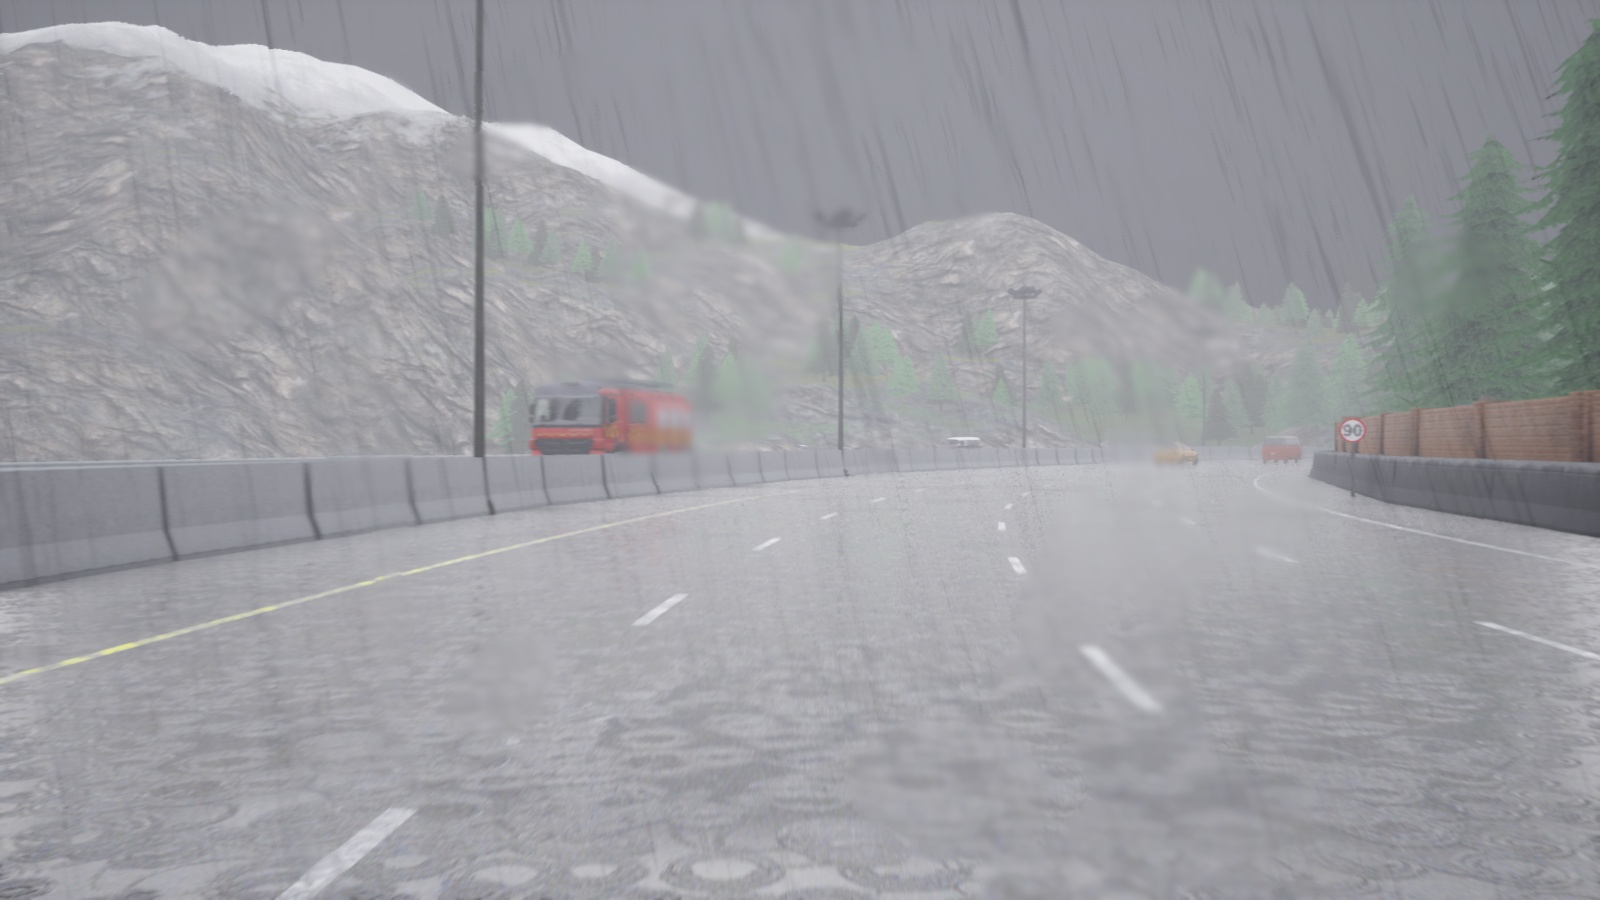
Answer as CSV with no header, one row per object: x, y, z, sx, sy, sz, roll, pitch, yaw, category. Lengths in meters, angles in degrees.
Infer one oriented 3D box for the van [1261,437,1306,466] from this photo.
34.593,0.112,89.770,1.775,1.987,4.442,0,0,38,van

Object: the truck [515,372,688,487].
-7.088,-0.701,46.379,2.891,3.827,8.468,0,0,17,truck

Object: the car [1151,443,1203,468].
24.559,0.310,81.722,1.801,1.575,5.366,1,0,33,car
